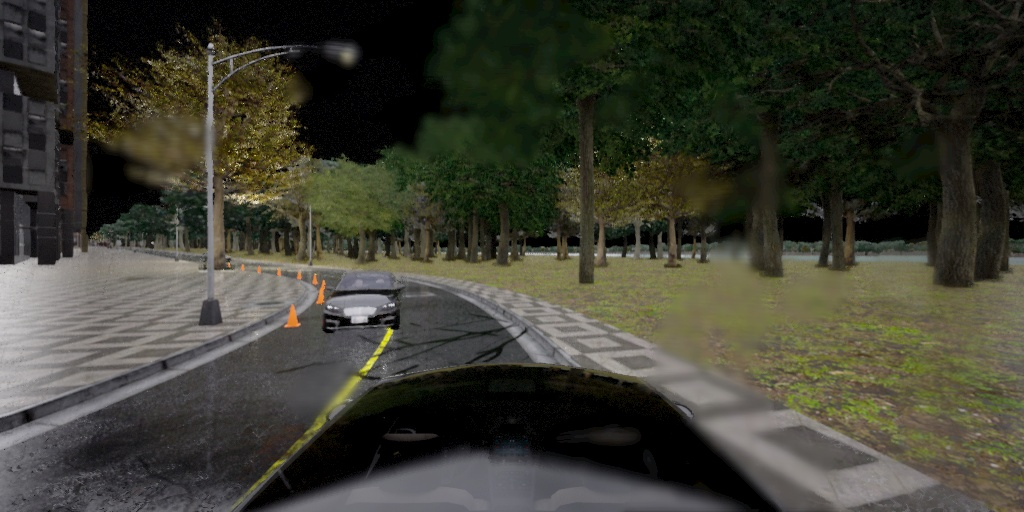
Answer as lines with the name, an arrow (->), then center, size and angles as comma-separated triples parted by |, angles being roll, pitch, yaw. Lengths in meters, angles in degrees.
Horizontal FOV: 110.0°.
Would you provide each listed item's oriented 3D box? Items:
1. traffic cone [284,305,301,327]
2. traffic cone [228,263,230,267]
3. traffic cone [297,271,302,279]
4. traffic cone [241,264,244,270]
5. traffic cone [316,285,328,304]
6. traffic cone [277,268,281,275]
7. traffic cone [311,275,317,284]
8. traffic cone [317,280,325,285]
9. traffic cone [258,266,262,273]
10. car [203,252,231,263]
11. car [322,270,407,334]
traffic cone -> -6.145, 1.661, 10.043 | 0.340, 0.580, 0.340 | 0, 0, -16
traffic cone -> -30.512, 1.003, 38.652 | 0.340, 0.580, 0.340 | 0, 0, 39
traffic cone -> -15.409, 1.365, 25.986 | 0.340, 0.580, 0.340 | 0, 0, -45
traffic cone -> -26.649, 1.104, 35.479 | 0.340, 0.580, 0.340 | 0, 0, 39
traffic cone -> -7.684, 1.596, 14.437 | 0.340, 0.580, 0.340 | 0, 0, -23
traffic cone -> -18.923, 1.284, 29.131 | 0.340, 0.580, 0.340 | 0, 0, 39
traffic cone -> -12.353, 1.442, 22.472 | 0.340, 0.580, 0.340 | 0, 0, -37
traffic cone -> -9.765, 1.519, 18.602 | 0.340, 0.580, 0.340 | 0, 0, -30
traffic cone -> -22.786, 1.195, 32.305 | 0.340, 0.580, 0.340 | 0, 0, 39
car -> -40.650, 0.073, 49.451 | 4.553, 1.767, 2.097 | 2, 1, 34
car -> -4.267, 1.195, 10.721 | 2.128, 1.511, 4.902 | 0, 1, -17
